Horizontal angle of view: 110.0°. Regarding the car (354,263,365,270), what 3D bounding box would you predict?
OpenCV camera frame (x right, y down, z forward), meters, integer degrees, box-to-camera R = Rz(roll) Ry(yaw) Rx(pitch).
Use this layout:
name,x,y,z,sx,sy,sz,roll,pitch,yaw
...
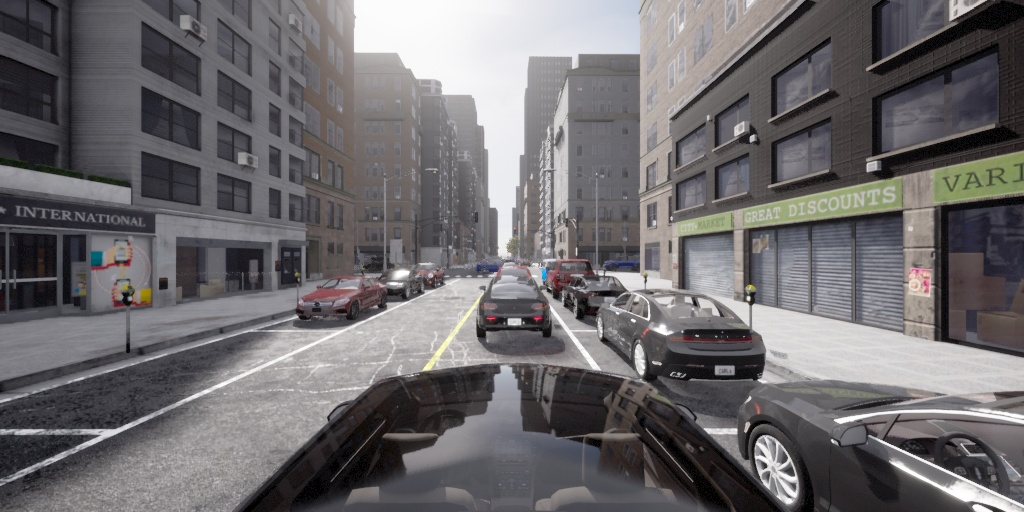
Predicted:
name,x,y,z,sx,sy,sz,roll,pitch,yaw
car,-19.548,1.291,40.236,4.674,1.442,1.812,0,0,-1

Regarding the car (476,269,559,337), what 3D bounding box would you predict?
name,x,y,z,sx,sy,sz,roll,pitch,yaw
car,0.032,1.276,10.162,1.812,1.442,4.674,0,0,-1

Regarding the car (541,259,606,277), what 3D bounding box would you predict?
name,x,y,z,sx,sy,sz,roll,pitch,yaw
car,2.849,1.065,18.041,2.192,1.841,5.009,0,0,0

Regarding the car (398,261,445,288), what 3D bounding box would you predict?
name,x,y,z,sx,sy,sz,roll,pitch,yaw
car,-5.680,1.190,23.554,1.967,1.591,4.097,0,0,0

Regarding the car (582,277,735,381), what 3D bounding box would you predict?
name,x,y,z,sx,sy,sz,roll,pitch,yaw
car,2.856,1.300,6.993,2.007,1.370,4.403,0,0,0

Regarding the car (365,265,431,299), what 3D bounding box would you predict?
name,x,y,z,sx,sy,sz,roll,pitch,yaw
car,-5.677,1.316,18.029,1.948,1.339,4.313,0,0,0

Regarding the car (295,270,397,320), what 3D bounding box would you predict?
name,x,y,z,sx,sy,sz,roll,pitch,yaw
car,-5.673,1.332,12.504,1.802,1.307,4.207,0,0,0

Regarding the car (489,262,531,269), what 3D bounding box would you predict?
name,x,y,z,sx,sy,sz,roll,pitch,yaw
car,0.089,1.228,17.574,1.882,1.535,5.008,0,0,0

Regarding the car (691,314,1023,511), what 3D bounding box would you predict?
name,x,y,z,sx,sy,sz,roll,pitch,yaw
car,2.859,1.300,1.470,2.007,1.370,4.403,0,0,0

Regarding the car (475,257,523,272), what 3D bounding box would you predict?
name,x,y,z,sx,sy,sz,roll,pitch,yaw
car,-1.604,1.221,40.324,5.008,1.535,1.882,0,0,0

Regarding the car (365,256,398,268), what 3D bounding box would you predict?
name,x,y,z,sx,sy,sz,roll,pitch,yaw
car,-15.011,0.985,43.524,5.566,2.045,2.150,0,0,-2

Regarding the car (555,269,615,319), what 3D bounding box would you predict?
name,x,y,z,sx,sy,sz,roll,pitch,yaw
car,2.852,1.316,12.517,1.948,1.339,4.313,0,0,0

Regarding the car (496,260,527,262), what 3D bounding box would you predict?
name,x,y,z,sx,sy,sz,roll,pitch,yaw
car,0.048,1.255,27.746,1.837,1.490,4.892,0,0,2

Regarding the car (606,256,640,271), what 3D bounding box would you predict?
name,x,y,z,sx,sy,sz,roll,pitch,yaw
car,14.804,0.960,47.105,5.566,2.045,2.150,0,0,1
